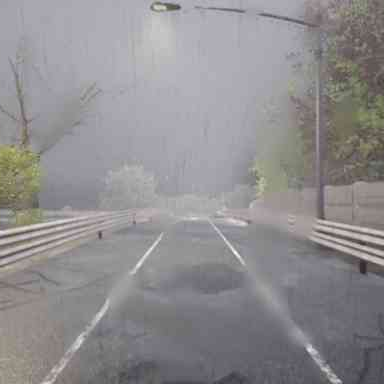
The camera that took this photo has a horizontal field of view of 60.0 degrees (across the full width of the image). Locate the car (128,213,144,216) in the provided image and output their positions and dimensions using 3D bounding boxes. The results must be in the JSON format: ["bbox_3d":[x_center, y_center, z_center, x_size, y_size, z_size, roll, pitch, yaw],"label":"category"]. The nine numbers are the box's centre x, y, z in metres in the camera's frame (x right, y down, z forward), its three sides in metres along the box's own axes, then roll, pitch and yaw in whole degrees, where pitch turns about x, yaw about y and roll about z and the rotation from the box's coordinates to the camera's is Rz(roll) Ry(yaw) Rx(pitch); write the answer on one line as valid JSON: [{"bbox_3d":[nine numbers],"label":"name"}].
[{"bbox_3d":[-12.109,4.889,71.957,4.902,1.511,2.128,4,-6,-44],"label":"car"}]
